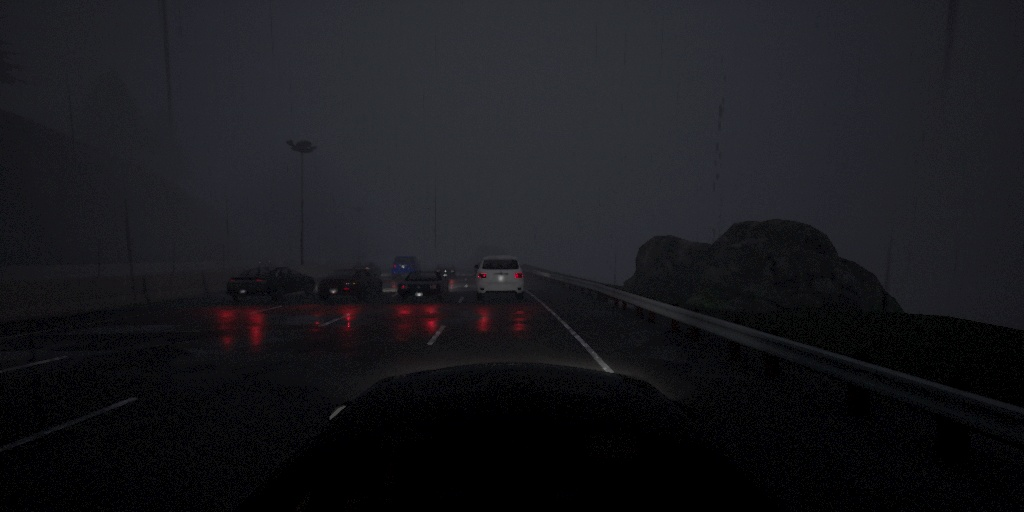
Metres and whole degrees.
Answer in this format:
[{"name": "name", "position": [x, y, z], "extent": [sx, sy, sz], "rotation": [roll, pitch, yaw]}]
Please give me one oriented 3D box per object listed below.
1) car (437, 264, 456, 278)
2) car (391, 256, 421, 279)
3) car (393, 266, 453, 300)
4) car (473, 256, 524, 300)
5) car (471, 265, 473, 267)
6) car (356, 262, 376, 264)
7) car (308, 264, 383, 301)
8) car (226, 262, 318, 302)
[{"name": "car", "position": [-6.188, 1.367, 33.518], "extent": [1.895, 1.301, 4.718], "rotation": [0, 0, -10]}, {"name": "car", "position": [-9.639, 1.008, 32.935], "extent": [2.150, 2.045, 5.566], "rotation": [0, 0, -10]}, {"name": "car", "position": [-4.178, 1.367, 17.627], "extent": [1.895, 1.301, 4.718], "rotation": [0, 0, -5]}, {"name": "car", "position": [-0.691, 1.008, 17.920], "extent": [2.150, 2.045, 5.566], "rotation": [0, 0, -5]}, {"name": "car", "position": [-2.732, 1.267, 34.071], "extent": [1.837, 1.490, 4.892], "rotation": [0, 0, -10]}, {"name": "car", "position": [-13.085, 1.245, 32.322], "extent": [2.128, 1.511, 4.902], "rotation": [0, 0, -10]}, {"name": "car", "position": [-7.664, 1.283, 17.303], "extent": [1.812, 1.442, 4.674], "rotation": [0, 0, -5]}, {"name": "car", "position": [-11.151, 1.245, 17.010], "extent": [2.128, 1.511, 4.902], "rotation": [0, 0, -5]}]
